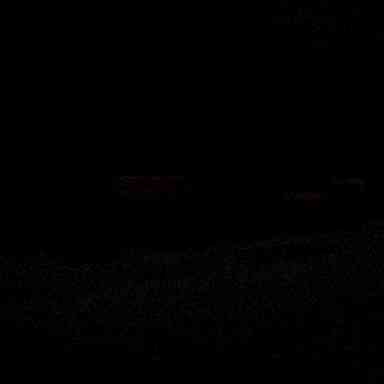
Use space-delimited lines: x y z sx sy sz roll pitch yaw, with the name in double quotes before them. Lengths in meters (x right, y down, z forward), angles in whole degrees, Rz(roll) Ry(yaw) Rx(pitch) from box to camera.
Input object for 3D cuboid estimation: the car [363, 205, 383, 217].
"car" 19.360 2.132 37.299 1.895 1.301 4.718 -1 -1 -35
